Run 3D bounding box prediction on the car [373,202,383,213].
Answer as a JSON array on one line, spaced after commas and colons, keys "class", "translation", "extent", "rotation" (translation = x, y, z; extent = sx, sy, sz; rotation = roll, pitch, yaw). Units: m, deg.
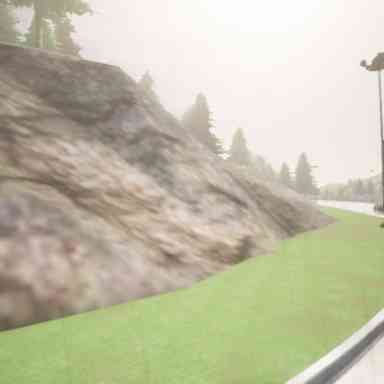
[{"class": "car", "translation": [26.873, 2.187, 46.768], "extent": [1.837, 1.490, 4.892], "rotation": [-2, -2, 18]}]
